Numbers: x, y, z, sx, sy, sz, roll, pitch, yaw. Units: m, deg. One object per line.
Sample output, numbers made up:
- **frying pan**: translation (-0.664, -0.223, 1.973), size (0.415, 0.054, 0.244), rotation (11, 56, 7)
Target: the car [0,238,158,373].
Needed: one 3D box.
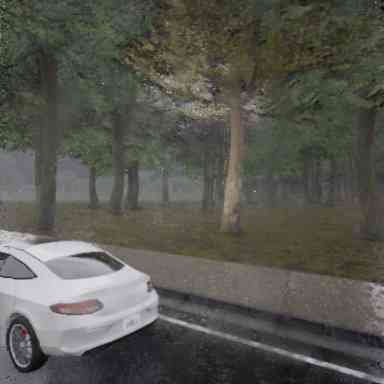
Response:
- **car**: translation (-2.662, 1.517, 5.579), size (4.674, 1.442, 1.812), rotation (-1, 0, 35)
